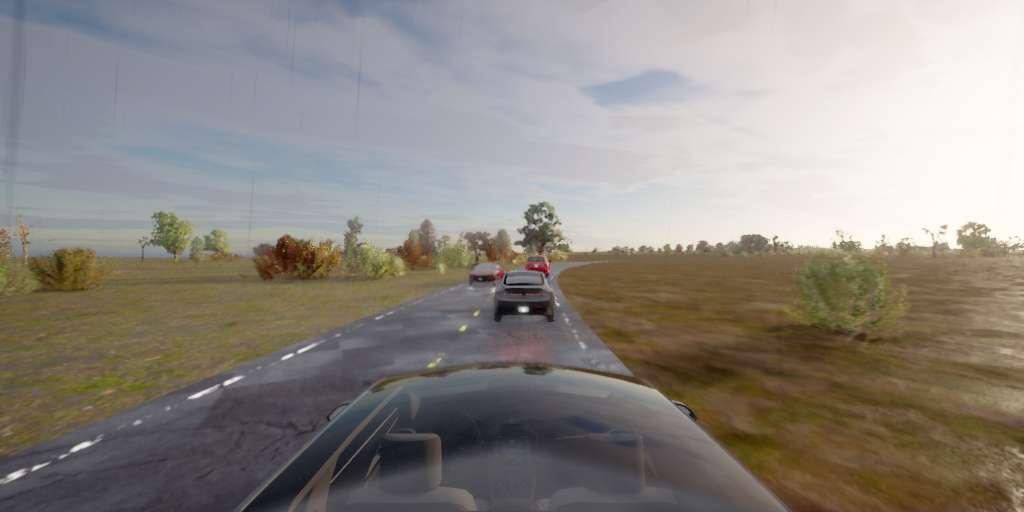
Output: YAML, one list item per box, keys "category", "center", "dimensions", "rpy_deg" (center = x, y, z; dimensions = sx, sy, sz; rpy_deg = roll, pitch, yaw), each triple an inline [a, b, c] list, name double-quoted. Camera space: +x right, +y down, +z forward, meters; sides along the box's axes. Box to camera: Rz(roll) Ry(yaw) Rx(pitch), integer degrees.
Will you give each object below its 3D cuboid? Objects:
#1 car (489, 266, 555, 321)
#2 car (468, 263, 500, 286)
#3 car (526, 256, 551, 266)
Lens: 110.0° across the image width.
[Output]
- category: "car"
  center: [0.438, 1.256, 12.503]
  dimensions: [1.837, 1.490, 4.892]
  rpy_deg: [0, 0, 2]
- category: "car"
  center: [-1.770, 1.224, 25.574]
  dimensions: [1.882, 1.535, 5.008]
  rpy_deg: [0, 0, 6]
- category: "car"
  center: [2.547, 0.976, 34.620]
  dimensions: [2.150, 2.045, 5.566]
  rpy_deg: [0, 0, 8]
